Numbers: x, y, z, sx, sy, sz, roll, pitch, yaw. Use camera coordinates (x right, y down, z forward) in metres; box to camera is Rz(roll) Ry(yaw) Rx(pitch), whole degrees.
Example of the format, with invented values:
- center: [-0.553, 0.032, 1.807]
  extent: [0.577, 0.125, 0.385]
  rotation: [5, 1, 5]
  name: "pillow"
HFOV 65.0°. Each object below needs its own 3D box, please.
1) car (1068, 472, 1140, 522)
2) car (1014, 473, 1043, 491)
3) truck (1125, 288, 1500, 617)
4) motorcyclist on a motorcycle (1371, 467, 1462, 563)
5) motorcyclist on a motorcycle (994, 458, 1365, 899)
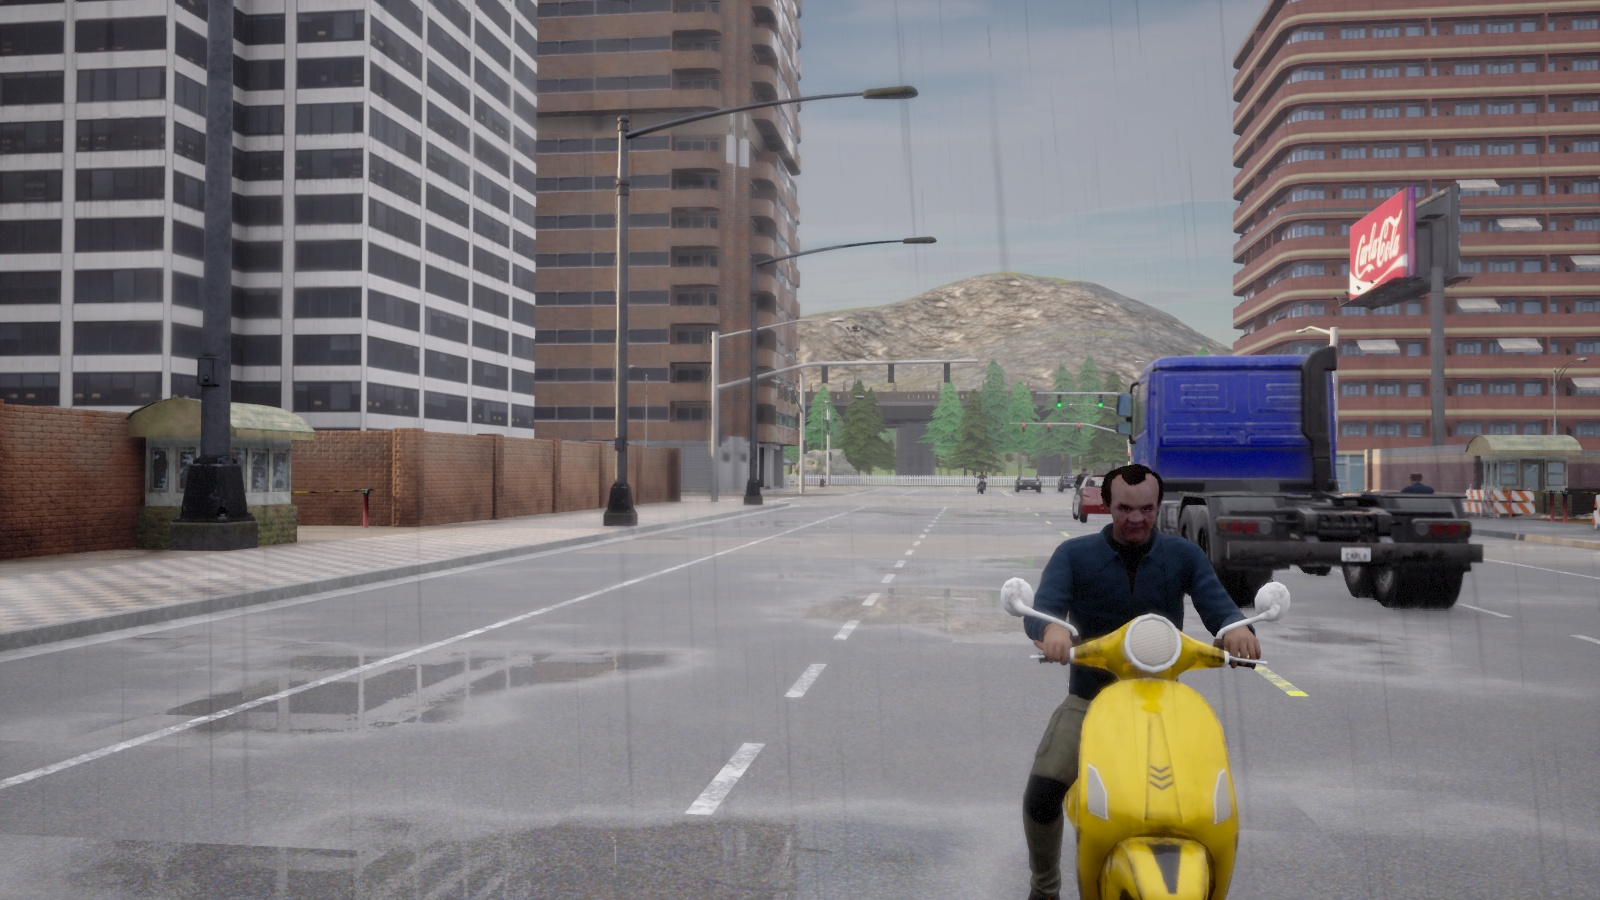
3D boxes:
- center: [9.604, 1.458, 39.880]
  extent: [1.845, 1.501, 3.633]
  rotation: [0, -1, 8]
  name: "car"
- center: [17.337, 2.444, 95.418]
  extent: [1.895, 1.301, 4.718]
  rotation: [0, -1, 8]
  name: "car"
- center: [6.459, 0.097, 17.343]
  extent: [2.891, 3.462, 7.936]
  rotation: [0, -1, 8]
  name: "truck"
- center: [10.598, 1.088, 21.643]
  extent: [0.866, 1.590, 1.817]
  rotation: [0, -1, 8]
  name: "motorcyclist on a motorcycle"
- center: [1.080, 0.831, 4.042]
  extent: [0.866, 1.590, 1.817]
  rotation: [0, -1, 8]
  name: "motorcyclist on a motorcycle"
